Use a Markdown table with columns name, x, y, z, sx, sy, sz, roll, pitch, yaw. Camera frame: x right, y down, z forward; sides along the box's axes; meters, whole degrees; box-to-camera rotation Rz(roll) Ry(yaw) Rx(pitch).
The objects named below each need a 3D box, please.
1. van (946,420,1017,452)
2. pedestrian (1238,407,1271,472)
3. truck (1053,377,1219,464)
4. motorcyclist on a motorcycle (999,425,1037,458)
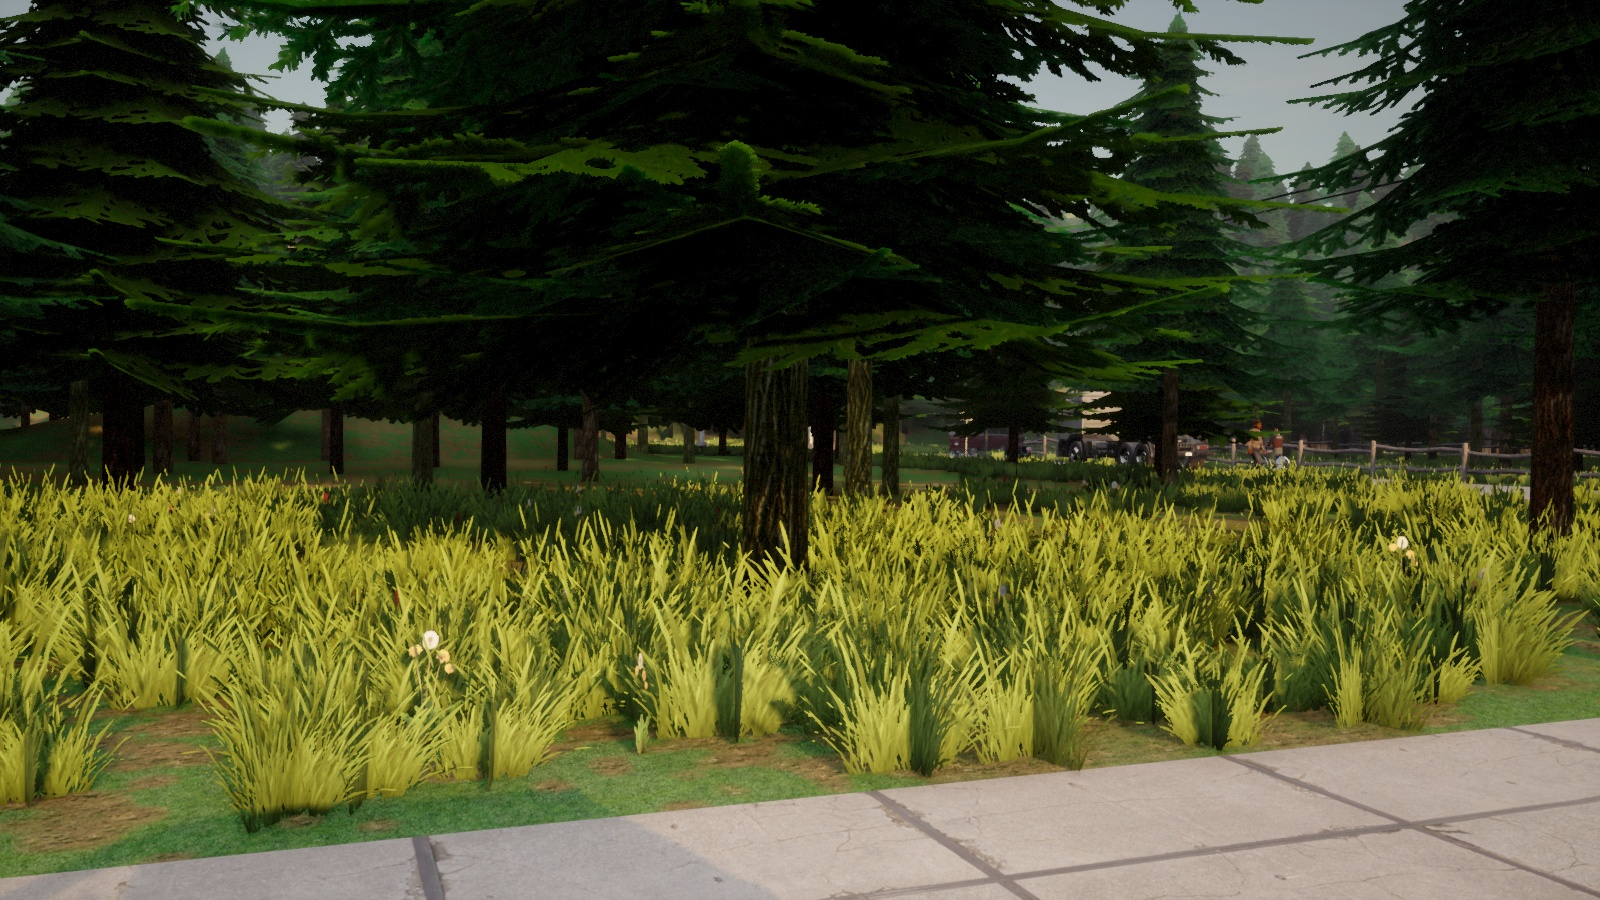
| name | x | y | z | sx | sy | sz | roll | pitch | yaw |
| --- | --- | --- | --- | --- | --- | --- | --- | --- | --- |
| van | 11.673 | -0.890 | 80.776 | 4.442 | 1.987 | 1.775 | -1 | 1 | -34 |
| pedestrian | 12.929 | -0.299 | 35.698 | 0.328 | 1.805 | 0.869 | -1 | 1 | -29 |
| truck | 14.276 | -1.246 | 54.160 | 2.891 | 3.462 | 7.936 | -1 | 1 | -20 |
| motorcyclist on a motorcycle | 10.977 | -0.428 | 63.368 | 0.766 | 1.649 | 2.350 | -1 | 1 | -21 |
